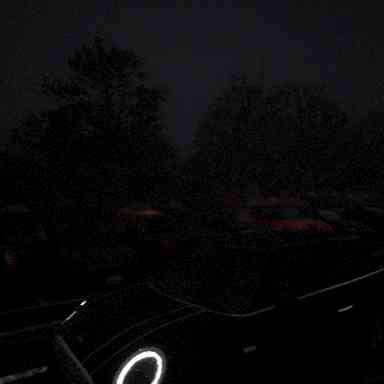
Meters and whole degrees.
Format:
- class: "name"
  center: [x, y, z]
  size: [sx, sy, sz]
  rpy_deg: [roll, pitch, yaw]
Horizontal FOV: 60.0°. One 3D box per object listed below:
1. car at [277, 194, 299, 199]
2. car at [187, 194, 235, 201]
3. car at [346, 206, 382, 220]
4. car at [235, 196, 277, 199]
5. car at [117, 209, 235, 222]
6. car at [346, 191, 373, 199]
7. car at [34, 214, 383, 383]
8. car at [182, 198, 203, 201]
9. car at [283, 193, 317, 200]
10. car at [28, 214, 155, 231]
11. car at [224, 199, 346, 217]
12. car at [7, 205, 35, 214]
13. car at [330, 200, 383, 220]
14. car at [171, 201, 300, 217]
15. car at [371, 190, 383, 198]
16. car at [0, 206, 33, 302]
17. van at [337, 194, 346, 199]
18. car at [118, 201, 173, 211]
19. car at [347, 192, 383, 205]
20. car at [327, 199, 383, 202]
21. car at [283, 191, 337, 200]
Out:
- class: "car"
  center: [7.510, 1.269, 32.819]
  size: [2.097, 1.535, 5.008]
  rpy_deg: [-2, 1, -35]
- class: "car"
  center: [0.634, 1.177, 28.047]
  size: [2.435, 2.045, 5.566]
  rpy_deg: [-1, 1, -35]
- class: "car"
  center: [6.006, 1.509, 15.811]
  size: [2.002, 1.452, 4.674]
  rpy_deg: [-1, 1, -35]
- class: "car"
  center: [5.205, 1.205, 31.250]
  size: [2.185, 1.767, 4.553]
  rpy_deg: [-1, 1, -35]
- class: "car"
  center: [-0.855, 1.560, 11.042]
  size: [2.163, 1.488, 4.792]
  rpy_deg: [0, 0, -35]
- class: "car"
  center: [19.012, 0.975, 40.878]
  size: [2.002, 1.452, 4.674]
  rpy_deg: [-2, 1, -35]
- class: "car"
  center: [0.677, 1.348, 4.168]
  size: [4.553, 1.767, 2.097]
  rpy_deg: [0, 0, -36]
- class: "car"
  center: [-1.635, 1.465, 26.432]
  size: [2.097, 1.535, 5.008]
  rpy_deg: [-1, 0, -35]
- class: "car"
  center: [9.782, 1.197, 34.642]
  size: [1.946, 1.575, 5.366]
  rpy_deg: [-2, 1, -35]
- class: "car"
  center: [-3.106, 1.563, 9.396]
  size: [2.163, 1.488, 4.792]
  rpy_deg: [0, 0, -35]
- class: "car"
  center: [3.704, 1.373, 14.235]
  size: [2.185, 1.767, 4.553]
  rpy_deg: [-1, 0, -35]
- class: "car"
  center: [-10.661, 1.529, 20.101]
  size: [2.231, 1.521, 4.892]
  rpy_deg: [0, 0, -35]
- class: "car"
  center: [8.295, 1.432, 17.403]
  size: [2.097, 1.535, 5.008]
  rpy_deg: [-1, 1, -35]
- class: "car"
  center: [1.427, 1.394, 12.641]
  size: [2.185, 1.767, 4.553]
  rpy_deg: [-1, 0, -35]
- class: "car"
  center: [21.291, 0.868, 42.476]
  size: [2.097, 1.535, 5.008]
  rpy_deg: [-2, 1, -35]
- class: "car"
  center: [-5.388, 1.403, 7.796]
  size: [2.185, 1.767, 4.553]
  rpy_deg: [0, 0, -35]
- class: "van"
  center: [14.513, 0.842, 37.584]
  size: [1.878, 1.987, 4.442]
  rpy_deg: [-2, 1, -35]
- class: "car"
  center: [-3.811, 1.491, 24.676]
  size: [1.946, 1.575, 5.366]
  rpy_deg: [-1, 0, -35]
- class: "car"
  center: [23.571, 0.802, 44.074]
  size: [2.231, 1.521, 4.892]
  rpy_deg: [-2, 1, -35]
- class: "car"
  center: [10.580, 1.386, 19.003]
  size: [2.097, 1.535, 5.008]
  rpy_deg: [-1, 1, -35]
- class: "car"
  center: [12.181, 0.883, 36.060]
  size: [2.435, 2.045, 5.566]
  rpy_deg: [-2, 1, -35]
